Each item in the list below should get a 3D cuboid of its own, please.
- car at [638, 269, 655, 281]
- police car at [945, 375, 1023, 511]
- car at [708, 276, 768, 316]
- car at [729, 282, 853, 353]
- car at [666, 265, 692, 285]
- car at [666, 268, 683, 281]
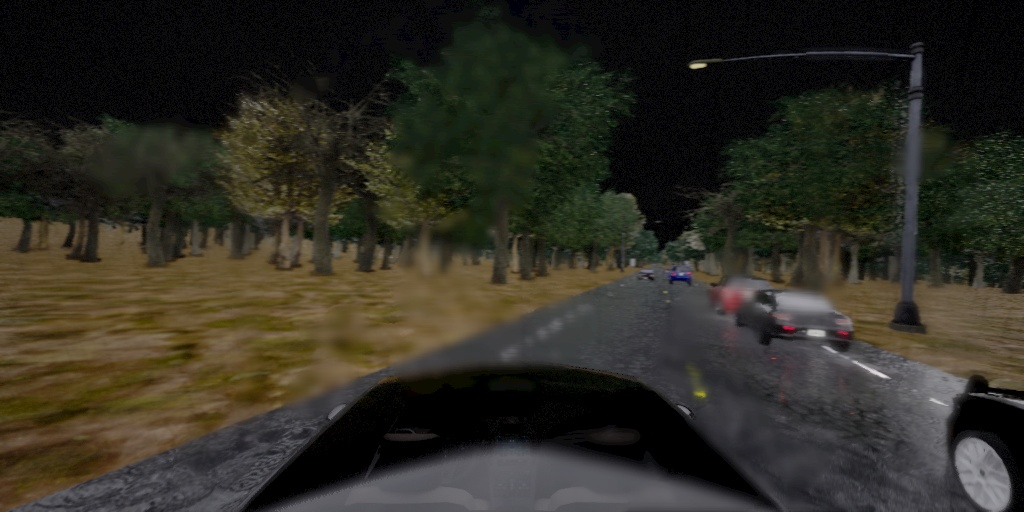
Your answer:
[{"bbox_3d":[16.985,2.351,45.301,2.033,1.411,5.357,2,0,22],"label":"car"},{"bbox_3d":[4.279,1.367,1.300,1.930,1.638,5.238,2,0,22],"label":"police car"},{"bbox_3d":[10.174,1.664,16.025,2.097,1.767,4.553,2,0,22],"label":"car"},{"bbox_3d":[7.949,1.701,10.481,1.812,1.442,4.674,2,0,22],"label":"car"},{"bbox_3d":[18.369,2.055,39.221,2.150,2.045,5.566,2,0,23],"label":"car"},{"bbox_3d":[22.900,2.575,50.661,1.882,1.535,5.008,2,0,22],"label":"car"}]
